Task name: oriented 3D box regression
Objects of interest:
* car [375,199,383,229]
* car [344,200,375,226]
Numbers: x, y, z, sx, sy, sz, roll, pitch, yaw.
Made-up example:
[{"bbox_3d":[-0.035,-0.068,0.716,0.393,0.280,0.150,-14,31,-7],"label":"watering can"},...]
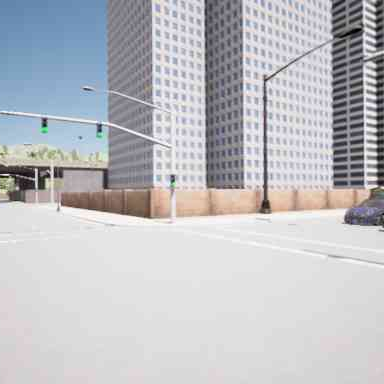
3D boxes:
[{"bbox_3d":[12.735,1.293,18.705,4.553,1.767,2.097,0,0,-32],"label":"car"},{"bbox_3d":[12.405,1.305,22.644,4.553,1.767,2.097,0,0,-32],"label":"car"}]
